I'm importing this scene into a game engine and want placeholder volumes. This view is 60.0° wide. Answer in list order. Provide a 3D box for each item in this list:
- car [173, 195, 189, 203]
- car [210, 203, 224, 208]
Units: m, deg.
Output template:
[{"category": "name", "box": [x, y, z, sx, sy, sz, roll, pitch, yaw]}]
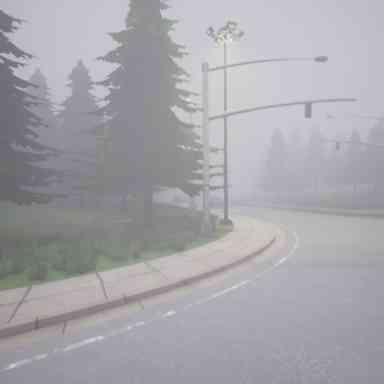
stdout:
[{"category": "car", "box": [-1.967, 1.221, 57.453, 2.128, 1.511, 4.902, 0, 0, -17]}, {"category": "car", "box": [2.798, 1.287, 41.138, 1.837, 1.490, 4.892, 0, 0, -16]}]
